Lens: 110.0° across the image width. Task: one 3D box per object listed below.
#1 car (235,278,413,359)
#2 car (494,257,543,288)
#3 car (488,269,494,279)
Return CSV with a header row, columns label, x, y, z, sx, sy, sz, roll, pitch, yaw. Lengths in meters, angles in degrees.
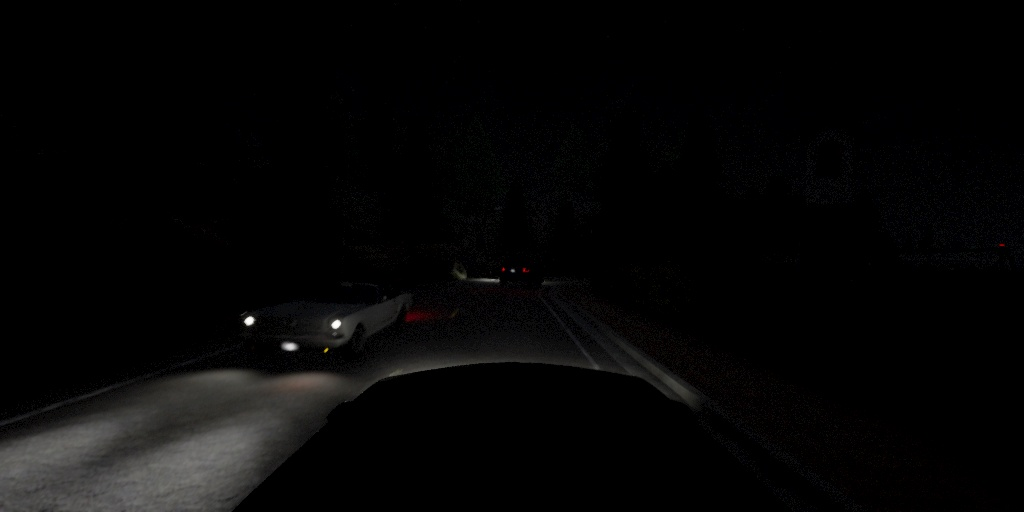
label,x,y,z,sx,sy,sz,roll,pitch,yaw
car,-3.736,1.206,8.168,1.895,1.301,4.718,3,0,-1
car,0.771,1.097,25.849,2.150,2.045,5.566,1,0,15
car,0.047,1.418,33.035,2.033,1.411,5.357,2,0,32
